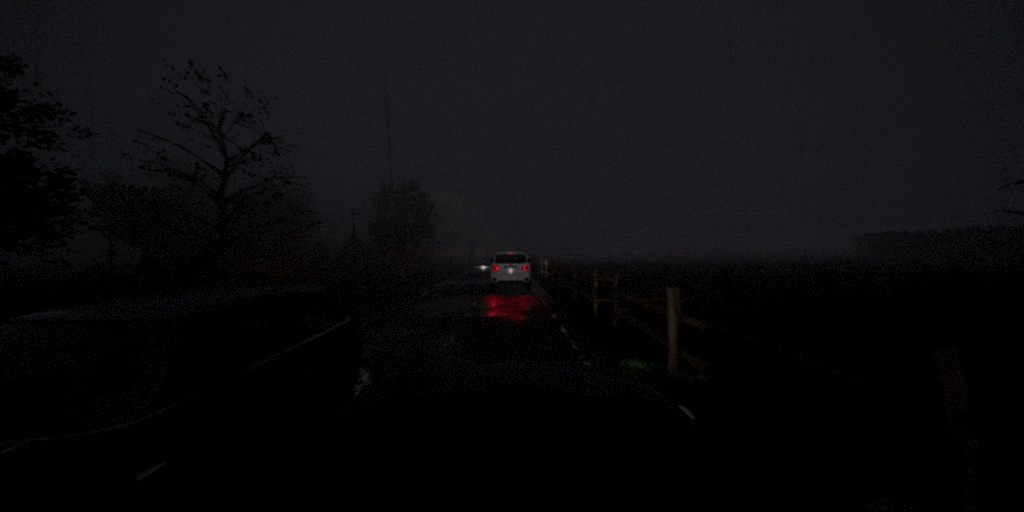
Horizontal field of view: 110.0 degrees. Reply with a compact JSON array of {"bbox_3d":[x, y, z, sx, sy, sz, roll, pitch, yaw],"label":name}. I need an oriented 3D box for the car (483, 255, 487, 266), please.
[{"bbox_3d":[-3.235,0.616,52.549,1.882,1.535,5.008,-1,1,-1],"label":"car"}]

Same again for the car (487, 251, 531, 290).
[{"bbox_3d":[-0.086,0.747,20.754,2.150,2.045,5.566,-1,1,0],"label":"car"}]

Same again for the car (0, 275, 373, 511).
[{"bbox_3d":[-2.850,1.119,2.756,2.097,1.767,4.553,-1,1,-1],"label":"car"}]
